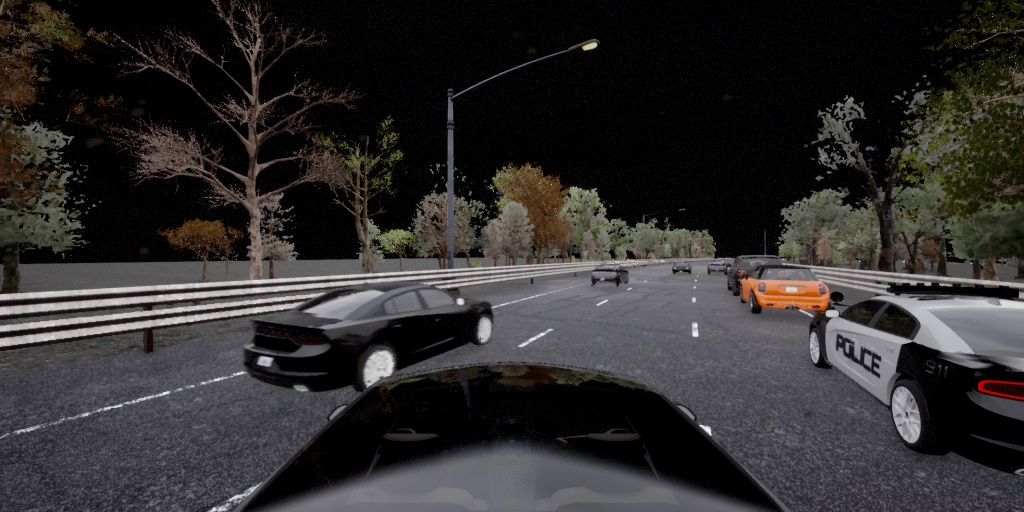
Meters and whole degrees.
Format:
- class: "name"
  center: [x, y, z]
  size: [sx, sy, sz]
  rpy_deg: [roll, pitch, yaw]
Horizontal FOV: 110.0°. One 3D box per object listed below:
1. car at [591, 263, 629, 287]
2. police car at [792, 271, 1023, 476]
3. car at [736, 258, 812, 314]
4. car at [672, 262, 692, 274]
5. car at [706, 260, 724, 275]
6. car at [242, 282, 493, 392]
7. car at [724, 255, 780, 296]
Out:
- class: "car"
  center: [6.813, 1.246, 24.682]
  size: [2.128, 1.511, 4.902]
  rpy_deg: [0, 0, 27]
- class: "police car"
  center: [5.614, 1.175, 4.707]
  size: [1.930, 1.638, 5.238]
  rpy_deg: [0, 0, 26]
- class: "car"
  center: [9.951, 1.102, 13.423]
  size: [2.097, 1.767, 4.553]
  rpy_deg: [0, 0, 27]
- class: "car"
  center: [19.393, 1.369, 40.789]
  size: [1.895, 1.301, 4.718]
  rpy_deg: [0, 0, 29]
- class: "car"
  center: [22.503, 1.261, 39.304]
  size: [2.128, 1.511, 4.902]
  rpy_deg: [0, 0, 29]
- class: "car"
  center: [-2.141, 1.227, 6.904]
  size: [1.882, 1.535, 5.008]
  rpy_deg: [0, 0, 26]
- class: "car"
  center: [12.671, 0.978, 18.754]
  size: [2.150, 2.045, 5.566]
  rpy_deg: [0, 0, 27]
